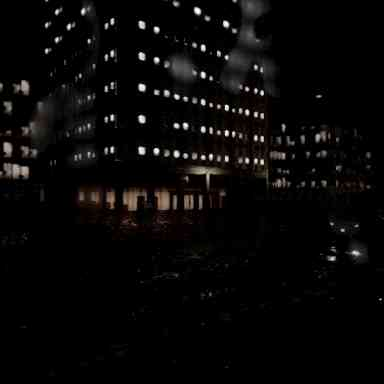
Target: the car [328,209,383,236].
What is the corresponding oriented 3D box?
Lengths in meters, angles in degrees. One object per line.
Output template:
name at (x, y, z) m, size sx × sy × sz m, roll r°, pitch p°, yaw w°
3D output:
car at (10.232, 1.693, 19.670) m, size 5.357 × 1.411 × 2.033 m, roll 0°, pitch 0°, yaw -39°
